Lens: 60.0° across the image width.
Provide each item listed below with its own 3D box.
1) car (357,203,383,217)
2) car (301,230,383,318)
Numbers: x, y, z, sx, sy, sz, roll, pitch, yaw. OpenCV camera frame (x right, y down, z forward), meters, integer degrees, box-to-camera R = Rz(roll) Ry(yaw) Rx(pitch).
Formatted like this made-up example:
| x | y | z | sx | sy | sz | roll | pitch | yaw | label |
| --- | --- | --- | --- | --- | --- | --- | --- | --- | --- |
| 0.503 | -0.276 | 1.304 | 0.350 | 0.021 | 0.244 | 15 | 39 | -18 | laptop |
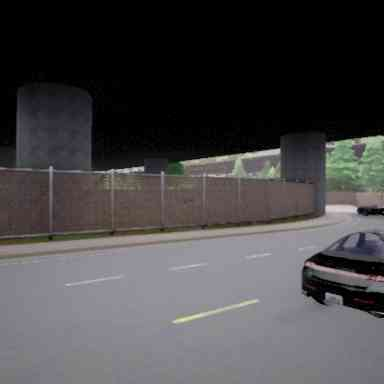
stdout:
| x | y | z | sx | sy | sz | roll | pitch | yaw | label |
| --- | --- | --- | --- | --- | --- | --- | --- | --- | --- |
| 18.028 | 1.817 | 33.375 | 1.895 | 1.301 | 4.718 | 0 | 0 | 15 | car |
| 4.307 | 1.540 | 6.861 | 4.902 | 1.511 | 2.128 | 0 | 0 | -35 | car |
